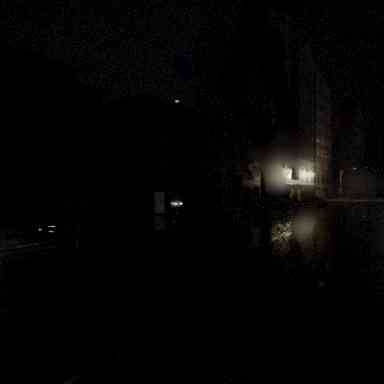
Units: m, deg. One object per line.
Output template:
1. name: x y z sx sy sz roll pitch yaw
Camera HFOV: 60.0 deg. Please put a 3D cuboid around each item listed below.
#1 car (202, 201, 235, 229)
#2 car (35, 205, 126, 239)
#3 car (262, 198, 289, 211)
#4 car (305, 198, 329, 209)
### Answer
1. car: 0.964 1.300 21.567 2.097 1.767 4.553 0 0 35
2. car: -5.636 1.487 17.361 1.837 1.490 4.892 0 0 35
3. car: 9.930 1.436 39.289 1.837 1.490 4.892 0 0 36
4. car: 16.227 1.446 43.105 2.033 1.411 5.357 0 0 35
